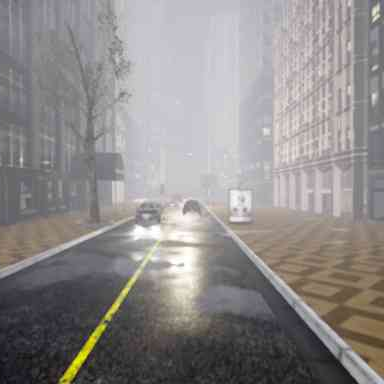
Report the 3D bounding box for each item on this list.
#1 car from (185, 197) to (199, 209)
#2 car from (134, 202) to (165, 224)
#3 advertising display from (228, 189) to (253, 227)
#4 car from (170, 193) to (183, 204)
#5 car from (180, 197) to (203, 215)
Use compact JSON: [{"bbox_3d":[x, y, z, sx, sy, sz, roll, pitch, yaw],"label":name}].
[{"bbox_3d":[0.025,1.537,47.541,1.812,1.442,4.674,0,0,1],"label":"car"},{"bbox_3d":[-3.098,1.490,25.019,2.128,1.511,4.902,0,0,0],"label":"car"},{"bbox_3d":[3.143,1.023,21.574,1.540,2.440,0.280,1,1,0],"label":"advertising display"},{"bbox_3d":[-3.016,1.279,65.771,2.150,2.045,5.566,0,0,0],"label":"car"},{"bbox_3d":[0.024,1.508,33.949,1.837,1.490,4.892,0,0,1],"label":"car"}]
